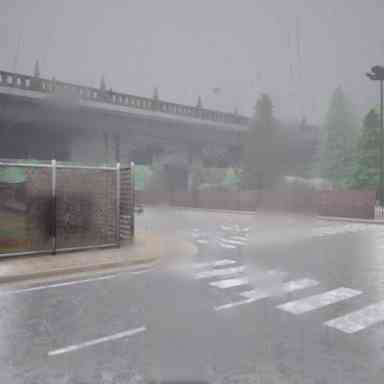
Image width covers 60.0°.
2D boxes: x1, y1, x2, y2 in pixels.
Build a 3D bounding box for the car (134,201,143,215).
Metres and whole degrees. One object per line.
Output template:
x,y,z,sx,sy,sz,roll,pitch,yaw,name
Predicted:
-6.807,1.542,34.567,2.128,1.511,4.902,0,0,-36,car
